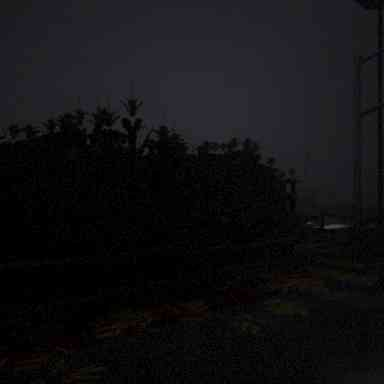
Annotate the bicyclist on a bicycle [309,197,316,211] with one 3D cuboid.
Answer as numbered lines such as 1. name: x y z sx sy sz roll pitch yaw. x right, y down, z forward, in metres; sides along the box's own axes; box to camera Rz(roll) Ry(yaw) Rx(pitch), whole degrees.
1. bicyclist on a bicycle: 11.461 1.337 31.943 1.656 1.620 0.582 0 0 -36

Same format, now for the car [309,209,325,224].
1. car: 7.449 1.552 24.663 1.812 1.442 4.674 0 0 -36
